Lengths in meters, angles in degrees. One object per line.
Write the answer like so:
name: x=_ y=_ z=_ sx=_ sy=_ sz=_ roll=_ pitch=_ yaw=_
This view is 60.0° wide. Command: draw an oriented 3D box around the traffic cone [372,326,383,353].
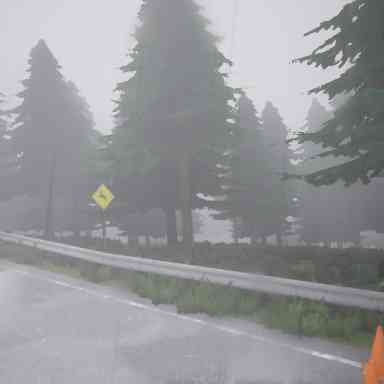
traffic cone: x=2.325 y=1.956 z=4.114 sx=0.340 sy=0.580 sz=0.340 roll=0 pitch=0 yaw=34

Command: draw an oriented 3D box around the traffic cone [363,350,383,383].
traffic cone: x=1.779 y=1.956 z=3.279 sx=0.340 sy=0.580 sz=0.340 roll=0 pitch=0 yaw=34
